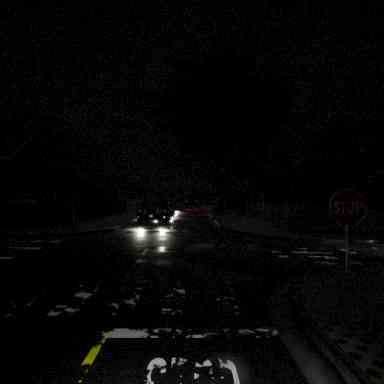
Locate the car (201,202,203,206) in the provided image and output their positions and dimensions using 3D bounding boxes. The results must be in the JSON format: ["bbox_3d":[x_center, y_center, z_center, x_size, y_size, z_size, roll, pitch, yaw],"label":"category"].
[{"bbox_3d":[0.867,2.184,67.187,1.994,1.385,4.181,0,-1,13],"label":"car"}]

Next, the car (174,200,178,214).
[{"bbox_3d":[-2.870,1.722,35.990,1.882,1.535,5.008,0,-1,0],"label":"car"}]

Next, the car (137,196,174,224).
[{"bbox_3d":[-2.864,1.360,26.081,2.150,2.045,5.566,0,-1,0],"label":"car"}]

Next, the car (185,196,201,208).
[{"bbox_3d":[-0.029,1.697,56.626,2.150,2.045,5.566,0,-1,1],"label":"car"}]
